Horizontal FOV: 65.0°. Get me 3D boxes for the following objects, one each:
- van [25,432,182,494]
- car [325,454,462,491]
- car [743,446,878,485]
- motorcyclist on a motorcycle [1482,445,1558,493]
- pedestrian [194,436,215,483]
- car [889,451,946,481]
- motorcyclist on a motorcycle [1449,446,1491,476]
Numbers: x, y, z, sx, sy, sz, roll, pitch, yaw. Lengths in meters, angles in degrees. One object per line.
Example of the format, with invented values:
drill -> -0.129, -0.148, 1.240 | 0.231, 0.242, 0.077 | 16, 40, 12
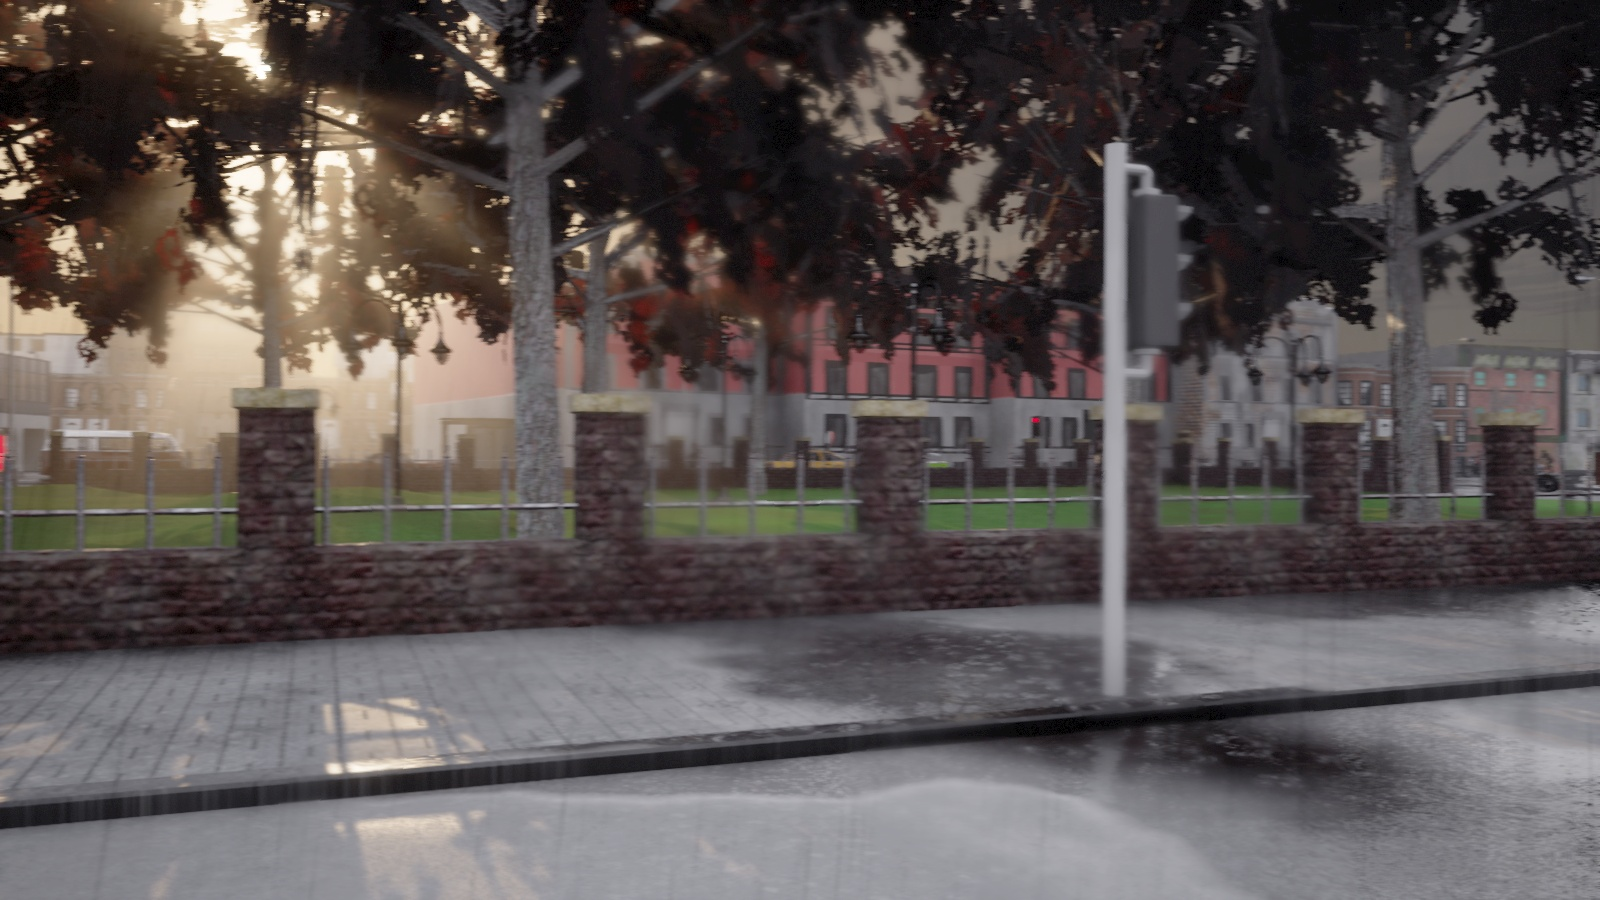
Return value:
van -> -23.859, 0.435, 43.236 | 4.480, 2.038, 2.069 | 0, 0, -21
car -> -15.096, 0.807, 46.626 | 4.718, 1.301, 1.895 | 0, 0, -21
car -> 0.436, 0.638, 52.649 | 5.366, 1.575, 1.801 | 0, 0, -20
motorcyclist on a motorcycle -> 25.398, 0.651, 44.359 | 0.766, 1.649, 2.350 | 0, 0, -23
pedestrian -> -24.868, 0.414, 52.474 | 0.788, 1.949, 0.423 | 0, 0, -26
car -> 5.499, 0.748, 58.854 | 2.207, 1.376, 1.481 | 0, 0, -21
motorcyclist on a motorcycle -> 38.181, 0.626, 71.520 | 2.350, 1.649, 0.766 | 0, 0, -21
